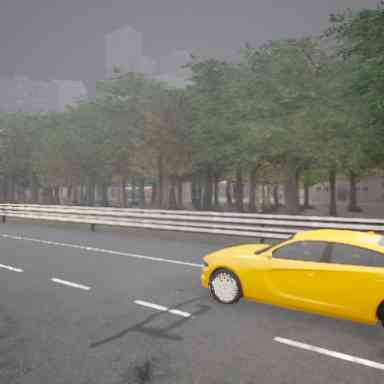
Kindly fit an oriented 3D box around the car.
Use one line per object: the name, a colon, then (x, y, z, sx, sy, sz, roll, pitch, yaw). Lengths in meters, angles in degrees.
car: (2.493, 1.478, 6.393, 5.008, 1.535, 1.882, 0, 0, 35)
